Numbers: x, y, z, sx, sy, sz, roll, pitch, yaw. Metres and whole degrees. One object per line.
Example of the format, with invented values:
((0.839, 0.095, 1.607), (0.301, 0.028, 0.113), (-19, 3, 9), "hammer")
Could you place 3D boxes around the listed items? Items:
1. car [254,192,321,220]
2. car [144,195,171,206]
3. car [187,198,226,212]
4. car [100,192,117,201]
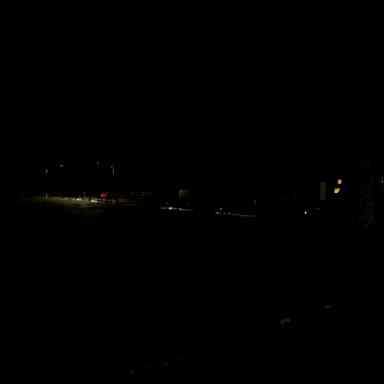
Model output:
((7.475, 1.044, 26.616), (2.150, 2.045, 5.566), (1, 0, -36), "car")
((-4.546, 1.102, 43.067), (2.128, 1.511, 4.902), (1, 0, -36), "car")
((1.565, 1.320, 34.691), (1.895, 1.301, 4.718), (1, 0, -36), "car")
((-15.967, 0.738, 63.660), (2.097, 1.767, 4.553), (1, 0, -34), "car")
